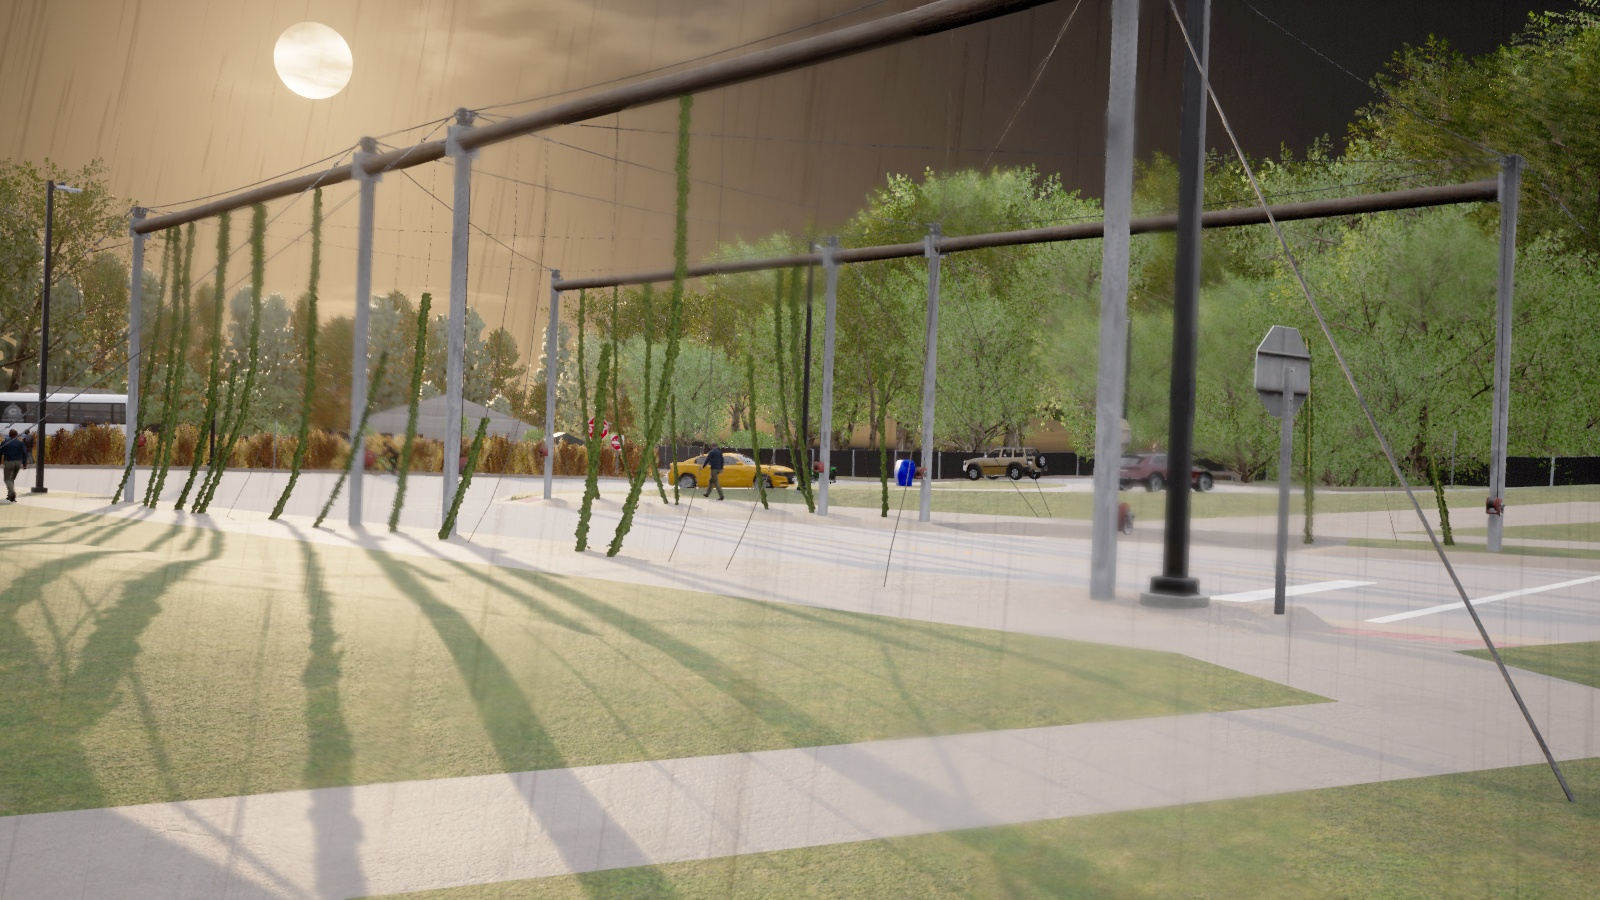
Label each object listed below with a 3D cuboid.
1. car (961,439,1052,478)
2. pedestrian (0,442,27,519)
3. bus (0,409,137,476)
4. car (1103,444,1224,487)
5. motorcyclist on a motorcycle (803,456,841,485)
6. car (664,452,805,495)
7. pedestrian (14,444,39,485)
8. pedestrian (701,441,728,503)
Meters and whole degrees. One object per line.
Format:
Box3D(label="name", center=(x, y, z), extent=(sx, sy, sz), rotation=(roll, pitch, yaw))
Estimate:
Box3D(label="car", center=(11.142, 0.473, 67.996), extent=(1.932, 1.855, 4.605), rotation=(-3, -1, -43))
Box3D(label="pedestrian", center=(-19.096, 0.728, 30.492), extent=(0.726, 1.835, 0.370), rotation=(1, 0, 44))
Box3D(label="bus", center=(-49.456, -0.515, 82.104), extent=(10.273, 4.253, 3.944), rotation=(-1, 1, -19))
Box3D(label="car", center=(14.864, 0.597, 51.290), extent=(4.856, 1.649, 2.033), rotation=(-1, 1, -32))
Box3D(label="motorcyclist on a motorcycle", center=(1.223, 1.134, 70.128), extent=(2.044, 1.523, 0.797), rotation=(-1, 0, -36))
Box3D(label="car", center=(-2.494, 0.897, 47.888), extent=(5.008, 1.535, 1.882), rotation=(-2, -1, 20))
Box3D(label="pedestrian", center=(-35.714, 0.681, 57.994), extent=(0.849, 1.883, 0.563), rotation=(1, 0, -17))
Box3D(label="pedestrian", center=(-2.599, 0.660, 38.089), extent=(0.726, 1.842, 0.402), rotation=(1, 0, 39))
